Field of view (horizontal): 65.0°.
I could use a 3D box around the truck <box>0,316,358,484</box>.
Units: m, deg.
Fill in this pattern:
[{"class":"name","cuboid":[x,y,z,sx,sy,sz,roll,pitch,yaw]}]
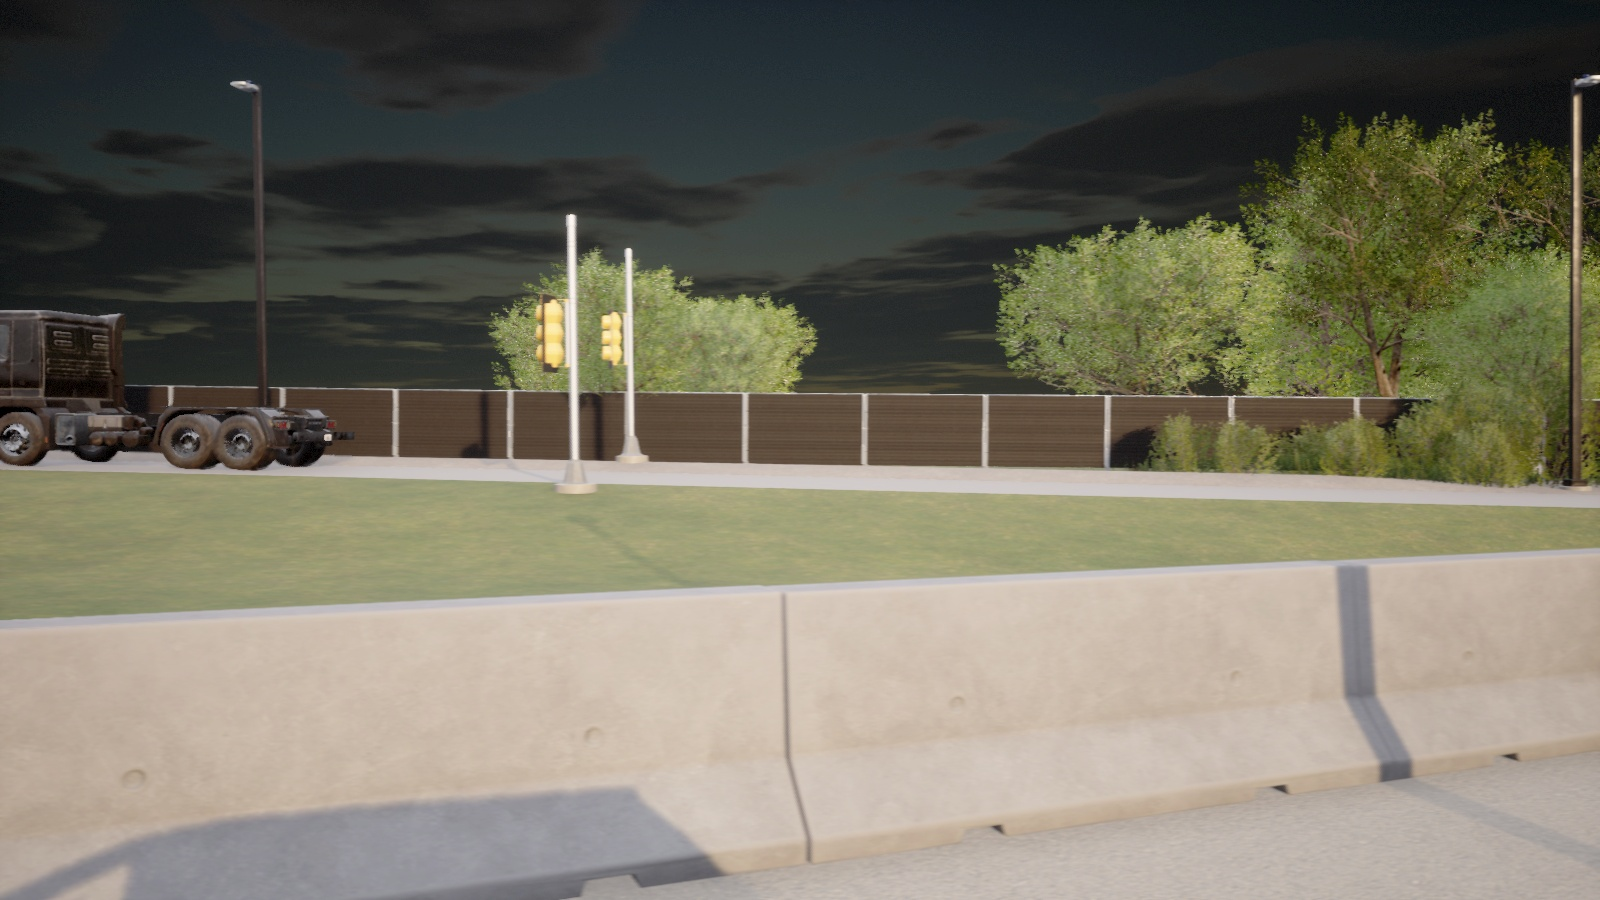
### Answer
[{"class":"truck","cuboid":[-14.264,-1.059,27.762,7.936,3.462,2.891,0,2,6]}]
